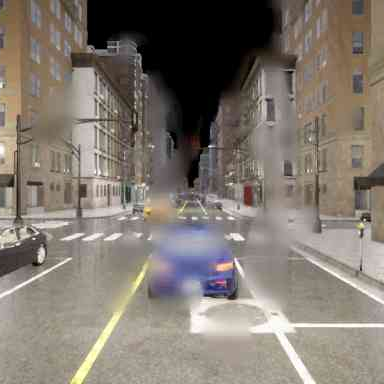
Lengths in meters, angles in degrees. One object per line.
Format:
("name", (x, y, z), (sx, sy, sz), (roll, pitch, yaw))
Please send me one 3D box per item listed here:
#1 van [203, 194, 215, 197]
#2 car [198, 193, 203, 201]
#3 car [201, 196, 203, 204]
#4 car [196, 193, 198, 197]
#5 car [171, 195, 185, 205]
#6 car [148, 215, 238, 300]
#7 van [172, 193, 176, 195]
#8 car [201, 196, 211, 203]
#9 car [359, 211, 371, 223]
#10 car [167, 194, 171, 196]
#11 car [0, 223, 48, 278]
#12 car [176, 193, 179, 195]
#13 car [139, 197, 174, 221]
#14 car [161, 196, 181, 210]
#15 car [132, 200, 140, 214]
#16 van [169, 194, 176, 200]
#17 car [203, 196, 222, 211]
("van", (2.756, 1.335, 46.477), (1.690, 1.788, 3.998), (0, 0, 0))
("car", (2.800, 1.307, 62.696), (2.192, 1.841, 5.009), (0, 0, 0))
("car", (2.770, 1.575, 51.883), (1.802, 1.307, 4.206), (0, 0, 0))
("car", (2.888, 1.533, 95.133), (1.887, 1.381, 4.507), (0, 0, 0))
("car", (-2.689, 1.593, 58.145), (1.895, 1.301, 4.718), (0, 0, 0))
("car", (0.039, 1.525, 8.247), (1.812, 1.442, 4.674), (0, 0, 1))
("van", (-5.235, 1.331, 78.933), (1.690, 1.788, 3.998), (0, 0, 0))
("car", (2.814, 1.557, 68.102), (1.947, 1.339, 4.313), (0, 0, 0))
("car", (15.127, 1.636, 23.996), (5.357, 1.411, 2.033), (0, 0, 0))
("car", (-5.268, 1.433, 57.308), (1.967, 1.590, 4.097), (0, 0, 0))
("car", (-5.365, 1.550, 8.808), (2.008, 1.369, 4.403), (0, 0, 0))
("car", (-5.227, 1.305, 84.339), (2.192, 1.841, 5.009), (0, 0, 0))
("car", (-2.783, 1.472, 27.161), (1.882, 1.535, 5.008), (0, 0, 0))
("car", (-2.746, 1.557, 41.927), (1.994, 1.385, 4.181), (0, 0, 0))
("car", (-5.301, 1.546, 35.683), (2.008, 1.369, 4.403), (0, 0, 0))
("van", (-5.219, 1.330, 89.745), (1.690, 1.788, 3.998), (0, 0, 0))
("car", (2.741, 1.545, 41.071), (2.008, 1.369, 4.403), (0, 0, 0))
